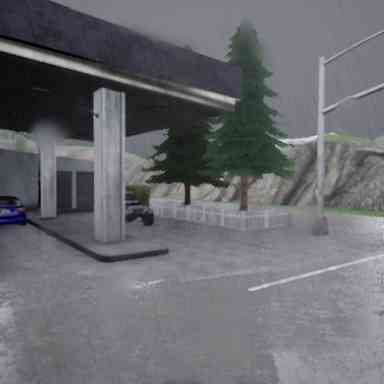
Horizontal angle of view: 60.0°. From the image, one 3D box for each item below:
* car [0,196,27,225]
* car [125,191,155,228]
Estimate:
[{"bbox_3d":[-10.908,1.030,18.993,2.242,1.667,4.611,-1,2,-36],"label":"car"},{"bbox_3d":[-3.778,0.903,18.779,1.905,1.878,3.866,-1,2,-36],"label":"car"}]
